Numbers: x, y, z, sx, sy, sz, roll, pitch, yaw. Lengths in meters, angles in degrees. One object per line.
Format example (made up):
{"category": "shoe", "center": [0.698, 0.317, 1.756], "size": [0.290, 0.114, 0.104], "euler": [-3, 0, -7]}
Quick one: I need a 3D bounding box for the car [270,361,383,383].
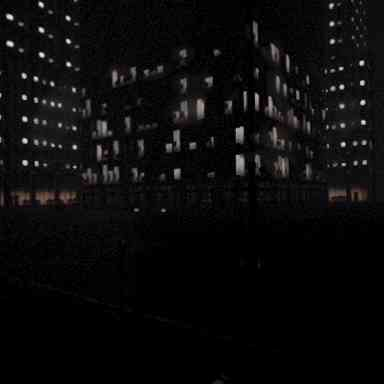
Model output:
{"category": "car", "center": [2.128, 1.561, 1.350], "size": [4.313, 1.339, 1.947], "euler": [-1, -1, 36]}
